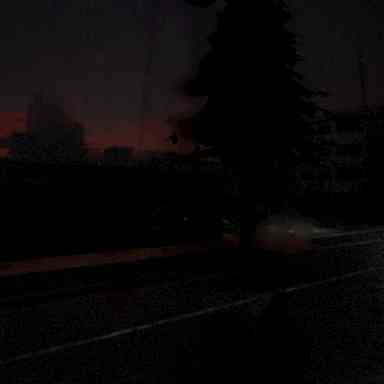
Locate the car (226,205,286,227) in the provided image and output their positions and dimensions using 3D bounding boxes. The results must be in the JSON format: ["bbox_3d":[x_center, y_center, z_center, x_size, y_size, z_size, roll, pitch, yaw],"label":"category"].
[{"bbox_3d":[4.674,1.697,24.889,1.882,1.535,5.008,1,0,-35],"label":"car"}]

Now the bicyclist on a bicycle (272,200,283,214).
[{"bbox_3d":[8.894,1.618,34.491,1.656,1.620,0.582,0,0,-35],"label":"bicyclist on a bicycle"}]
